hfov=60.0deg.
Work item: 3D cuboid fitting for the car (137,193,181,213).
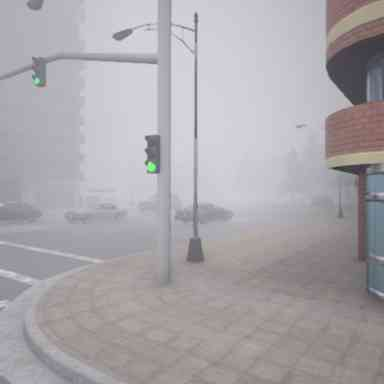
[{"bbox_3d":[-3.399,1.151,35.843,2.150,2.045,5.566,0,0,36],"label":"car"}]

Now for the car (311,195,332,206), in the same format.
[{"bbox_3d":[19.774,1.162,50.753,2.097,1.767,4.553,0,3,37],"label":"car"}]

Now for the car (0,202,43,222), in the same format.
[{"bbox_3d":[-12.777,1.433,23.002,1.812,1.442,4.674,0,0,36],"label":"car"}]

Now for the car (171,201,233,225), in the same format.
[{"bbox_3d":[0.981,1.496,23.968,2.033,1.411,5.357,0,0,36],"label":"car"}]

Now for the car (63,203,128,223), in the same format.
[{"bbox_3d":[-7.112,1.522,24.858,1.895,1.301,4.718,0,0,36],"label":"car"}]
